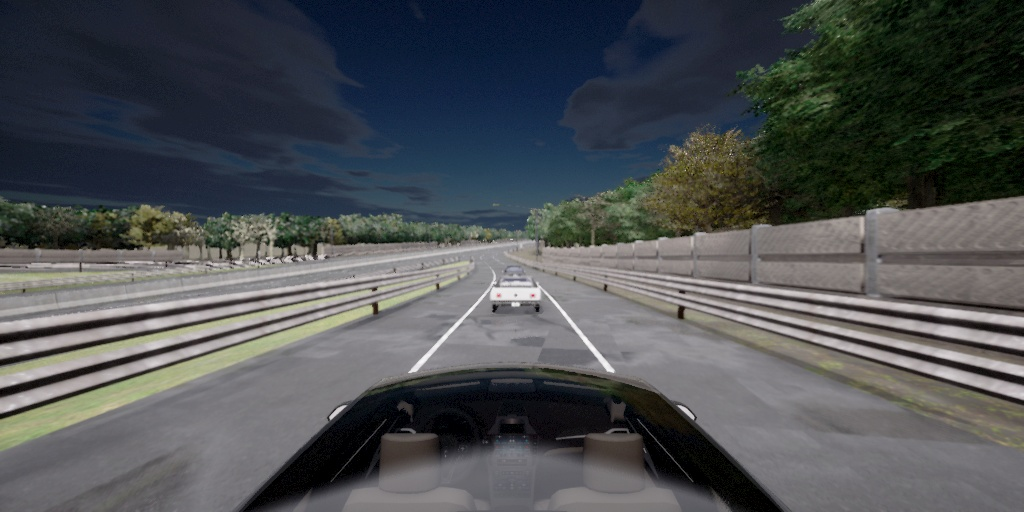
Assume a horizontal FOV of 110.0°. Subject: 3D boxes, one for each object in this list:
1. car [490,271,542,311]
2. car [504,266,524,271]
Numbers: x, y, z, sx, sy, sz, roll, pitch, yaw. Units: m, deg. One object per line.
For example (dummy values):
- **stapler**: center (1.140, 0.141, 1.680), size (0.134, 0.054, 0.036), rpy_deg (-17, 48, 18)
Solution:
- **car**: center (0.185, 1.459, 14.986), size (1.895, 1.301, 4.718), rpy_deg (0, 0, 1)
- **car**: center (0.155, 1.517, 29.332), size (2.033, 1.411, 5.357), rpy_deg (0, 0, -1)
